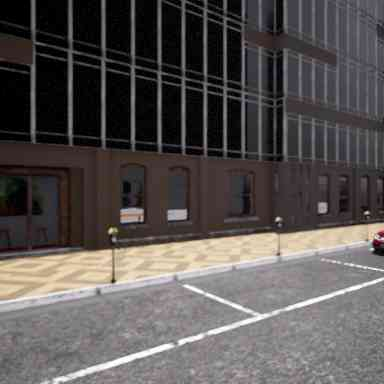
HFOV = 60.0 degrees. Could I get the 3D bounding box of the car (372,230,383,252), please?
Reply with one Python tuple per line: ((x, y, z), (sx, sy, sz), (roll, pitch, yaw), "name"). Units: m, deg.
((8.576, 1.600, 12.677), (4.206, 1.307, 1.802), (0, 0, -36), "car")
